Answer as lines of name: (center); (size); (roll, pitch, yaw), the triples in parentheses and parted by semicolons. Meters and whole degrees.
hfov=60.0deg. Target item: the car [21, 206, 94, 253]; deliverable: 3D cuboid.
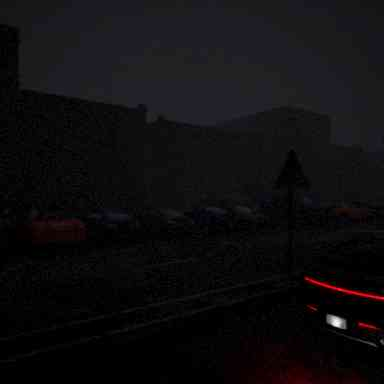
car: (-6.137, 1.378, 14.240); (2.185, 1.767, 4.553); (0, 0, -36)

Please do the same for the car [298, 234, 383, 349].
car: (3.929, 1.509, 5.916); (4.892, 1.490, 1.837); (0, 0, -35)

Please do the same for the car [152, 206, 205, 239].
car: (-1.665, 1.538, 17.469); (2.002, 1.452, 4.674); (0, 0, -36)

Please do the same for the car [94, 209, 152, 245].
car: (-4.016, 1.541, 15.790); (2.002, 1.452, 4.674); (0, 0, -36)

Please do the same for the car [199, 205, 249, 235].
car: (0.580, 1.496, 19.069); (2.097, 1.535, 5.008); (0, 0, -36)

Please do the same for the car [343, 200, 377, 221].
car: (11.685, 1.499, 27.236); (1.946, 1.575, 5.366); (0, 0, -36)

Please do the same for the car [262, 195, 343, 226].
car: (7.324, 1.245, 23.859); (2.435, 2.045, 5.566); (0, 0, -36)

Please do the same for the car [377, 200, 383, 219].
car: (14.021, 1.537, 28.712); (2.163, 1.488, 4.792); (0, 0, -36)

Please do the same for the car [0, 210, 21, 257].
car: (-8.383, 1.254, 12.639); (2.435, 2.045, 5.566); (0, 0, -36)

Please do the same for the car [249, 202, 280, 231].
car: (2.819, 1.535, 20.679); (2.002, 1.452, 4.674); (0, 0, -36)
